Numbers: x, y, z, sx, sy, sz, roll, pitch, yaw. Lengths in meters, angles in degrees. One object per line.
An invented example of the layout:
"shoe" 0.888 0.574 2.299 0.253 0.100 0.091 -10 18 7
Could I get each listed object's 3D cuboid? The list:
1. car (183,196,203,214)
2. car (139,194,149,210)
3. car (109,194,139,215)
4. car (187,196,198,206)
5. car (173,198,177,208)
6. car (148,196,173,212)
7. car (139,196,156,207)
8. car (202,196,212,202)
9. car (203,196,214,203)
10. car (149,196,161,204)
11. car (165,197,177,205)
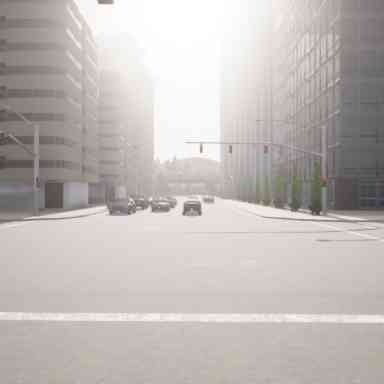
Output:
"car" 0.019 1.505 35.849 1.837 1.490 4.892 0 0 1
"car" -7.131 1.221 43.986 2.150 2.045 5.566 0 0 0
"car" -7.127 1.352 34.397 2.097 1.767 4.553 0 0 0
"car" 0.061 1.478 56.866 1.882 1.535 5.008 0 0 0
"car" -3.633 1.352 48.100 2.097 1.767 4.553 0 0 0
"car" -3.630 1.505 38.896 1.837 1.490 4.892 0 0 0
"car" -7.131 1.491 53.946 2.128 1.511 4.902 0 0 0
"car" 3.442 1.528 76.123 1.994 1.385 4.181 0 0 0
"car" 3.448 1.505 67.456 1.837 1.490 4.892 0 0 0
"car" -7.095 1.505 64.385 1.837 1.490 4.892 0 0 0
"car" -3.623 1.601 57.869 1.895 1.301 4.718 0 0 0
